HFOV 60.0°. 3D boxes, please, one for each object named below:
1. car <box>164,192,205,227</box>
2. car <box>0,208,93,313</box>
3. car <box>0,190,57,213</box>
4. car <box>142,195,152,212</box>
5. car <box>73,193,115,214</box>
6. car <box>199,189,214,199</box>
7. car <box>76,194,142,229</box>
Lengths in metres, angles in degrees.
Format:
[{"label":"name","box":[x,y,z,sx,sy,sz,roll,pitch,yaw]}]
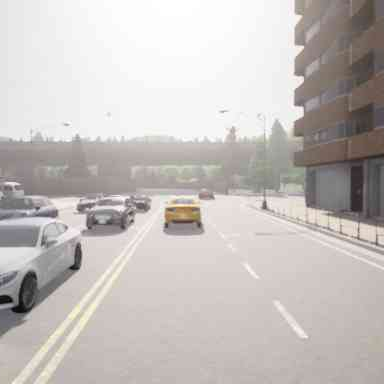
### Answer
[{"label":"car","box":[-0.517,0.971,18.539,1.882,1.535,5.008,0,2,-2]},{"label":"car","box":[-3.794,1.331,7.332,1.812,1.442,4.674,0,2,-2]},{"label":"car","box":[-7.568,0.968,14.613,2.097,1.767,4.553,0,2,-2]},{"label":"car","box":[-4.443,0.908,27.644,1.895,1.301,4.718,0,2,-2]},{"label":"car","box":[-7.942,0.866,27.547,2.033,1.411,5.357,0,2,-2]},{"label":"car","box":[1.952,0.241,47.217,1.994,1.385,4.181,0,2,-2]},{"label":"car","box":[-4.166,1.019,17.593,2.128,1.511,4.902,0,2,-2]}]
